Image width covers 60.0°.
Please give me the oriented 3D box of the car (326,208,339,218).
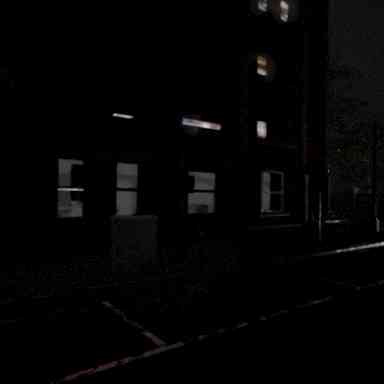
[{"bbox_3d":[9.967,1.491,29.192,2.033,1.411,5.357,1,0,-36],"label":"car"}]
